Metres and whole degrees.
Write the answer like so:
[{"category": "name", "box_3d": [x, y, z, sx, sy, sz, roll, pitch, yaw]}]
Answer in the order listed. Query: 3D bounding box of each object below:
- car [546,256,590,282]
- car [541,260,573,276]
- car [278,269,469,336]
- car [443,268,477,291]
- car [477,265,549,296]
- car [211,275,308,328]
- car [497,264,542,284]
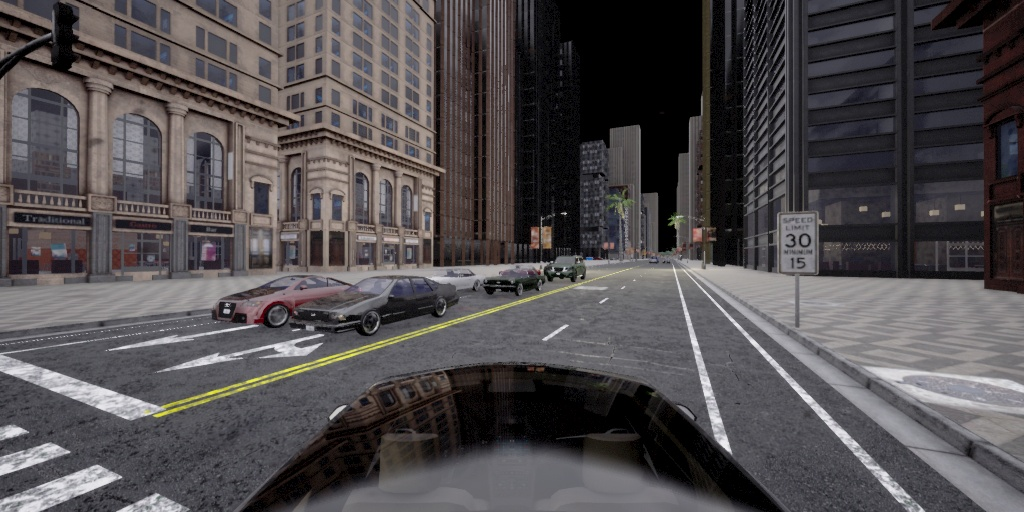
[{"category": "car", "box_3d": [4.566, 0.987, 29.373, 2.150, 2.045, 5.566, 0, 0, 24]}, {"category": "car", "box_3d": [4.847, 1.251, 37.947, 1.882, 1.535, 5.008, 0, 0, 24]}, {"category": "car", "box_3d": [-3.652, 1.300, 10.826, 2.033, 1.411, 5.357, 0, 0, 24]}, {"category": "car", "box_3d": [-3.356, 1.357, 19.523, 1.895, 1.301, 4.718, 0, 0, 24]}, {"category": "car", "box_3d": [0.231, 1.358, 19.594, 1.895, 1.301, 4.718, 0, 0, 24]}, {"category": "car", "box_3d": [-6.899, 1.316, 11.510, 1.994, 1.385, 4.181, 0, 0, 24]}, {"category": "car", "box_3d": [0.680, 1.365, 28.631, 1.895, 1.301, 4.718, 0, 0, 24]}]
